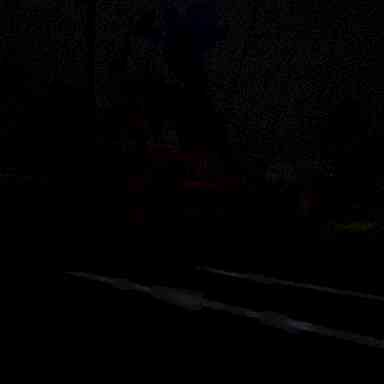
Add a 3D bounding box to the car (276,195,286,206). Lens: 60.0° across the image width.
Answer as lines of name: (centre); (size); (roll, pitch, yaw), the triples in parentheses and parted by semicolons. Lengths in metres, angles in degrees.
car: (11.071, 1.205, 41.895); (5.027, 1.636, 2.152); (0, 0, 34)
